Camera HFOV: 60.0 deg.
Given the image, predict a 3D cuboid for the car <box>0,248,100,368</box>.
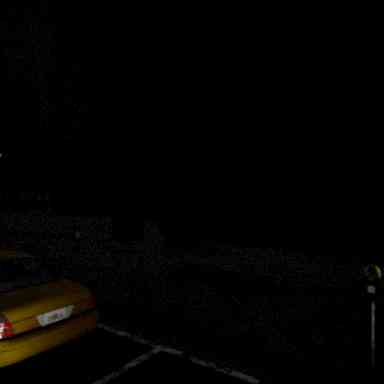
[{"bbox_3d":[-3.594,1.522,5.532,4.829,1.417,1.752,0,0,36],"label":"car"}]
